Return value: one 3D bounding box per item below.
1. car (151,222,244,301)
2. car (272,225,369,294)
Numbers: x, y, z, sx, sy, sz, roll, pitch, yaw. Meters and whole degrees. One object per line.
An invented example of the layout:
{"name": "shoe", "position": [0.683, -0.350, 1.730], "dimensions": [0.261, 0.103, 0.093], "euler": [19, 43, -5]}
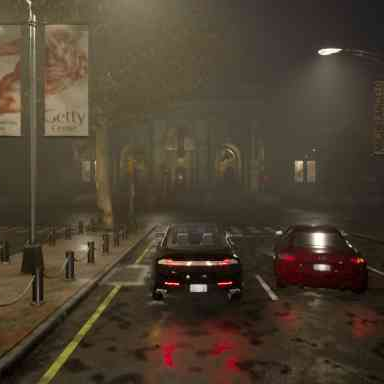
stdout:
{"name": "car", "position": [0.078, 1.491, 8.322], "dimensions": [2.128, 1.511, 4.902], "euler": [0, 0, -1]}
{"name": "car", "position": [3.250, 1.564, 8.974], "dimensions": [1.994, 1.385, 4.181], "euler": [0, 0, 14]}
